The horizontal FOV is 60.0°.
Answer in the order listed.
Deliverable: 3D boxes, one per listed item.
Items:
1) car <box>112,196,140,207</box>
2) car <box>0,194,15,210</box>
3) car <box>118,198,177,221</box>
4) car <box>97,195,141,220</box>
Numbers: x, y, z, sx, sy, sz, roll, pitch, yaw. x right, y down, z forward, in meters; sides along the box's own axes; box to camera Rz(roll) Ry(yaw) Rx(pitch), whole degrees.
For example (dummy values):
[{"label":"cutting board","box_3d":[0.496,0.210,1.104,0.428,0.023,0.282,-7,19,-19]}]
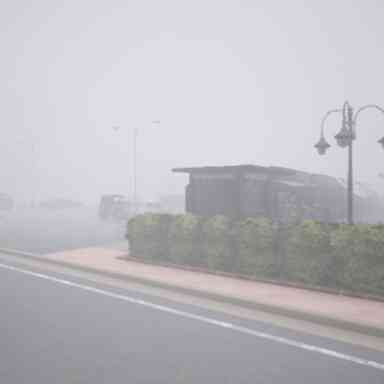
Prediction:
[{"label":"car","box_3d":[-9.845,1.356,49.972,1.970,1.475,3.806,0,0,34]},{"label":"car","box_3d":[-21.862,1.115,37.009,1.905,1.878,3.866,0,0,34]},{"label":"car","box_3d":[-3.184,1.378,24.430,1.970,1.475,3.806,0,0,34]},{"label":"car","box_3d":[-5.577,1.136,26.059,1.905,1.878,3.866,0,0,34]}]
